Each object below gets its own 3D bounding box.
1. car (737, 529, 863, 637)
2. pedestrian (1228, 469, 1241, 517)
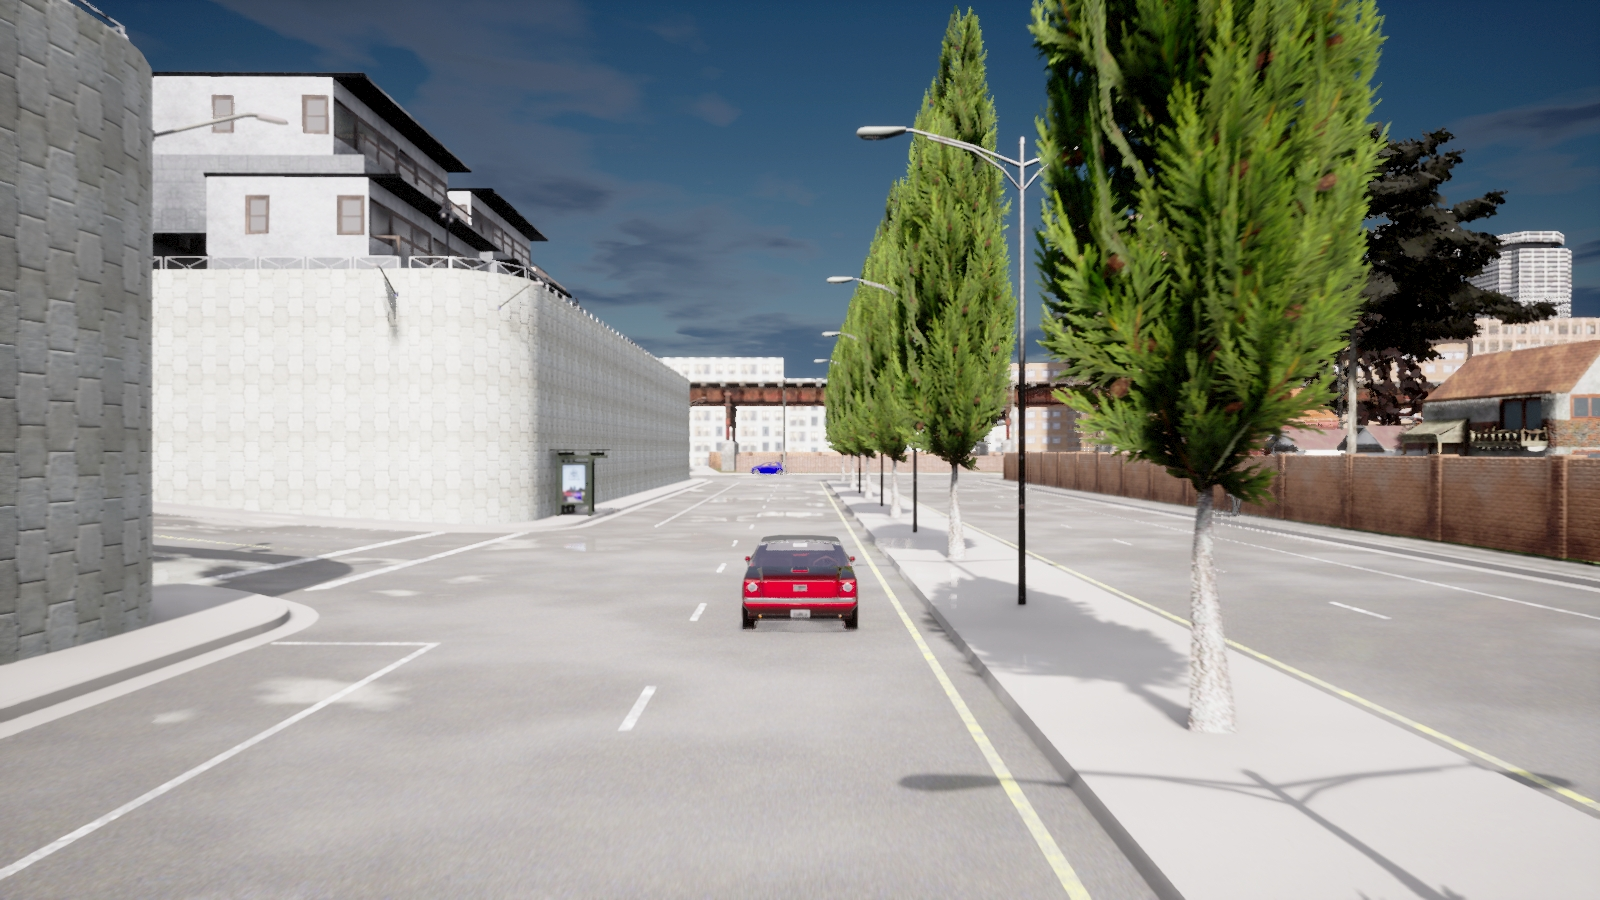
[{"bbox_3d":[0.001,2.155,19.490,1.895,1.301,4.718,0,0,0],"label":"car"},{"bbox_3d":[17.165,1.698,45.175,0.375,1.860,0.375,0,0,1],"label":"pedestrian"}]
